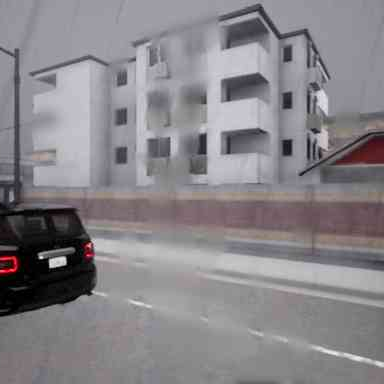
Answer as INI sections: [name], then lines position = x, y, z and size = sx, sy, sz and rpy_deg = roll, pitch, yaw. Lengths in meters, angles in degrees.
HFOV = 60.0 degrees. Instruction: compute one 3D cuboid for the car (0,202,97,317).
[car]
position = -4.381, 1.222, 6.864
size = 5.566, 2.045, 2.150
rpy_deg = 0, 0, 34
